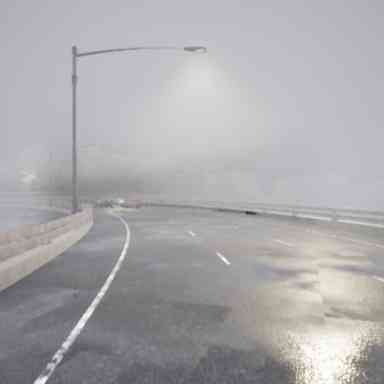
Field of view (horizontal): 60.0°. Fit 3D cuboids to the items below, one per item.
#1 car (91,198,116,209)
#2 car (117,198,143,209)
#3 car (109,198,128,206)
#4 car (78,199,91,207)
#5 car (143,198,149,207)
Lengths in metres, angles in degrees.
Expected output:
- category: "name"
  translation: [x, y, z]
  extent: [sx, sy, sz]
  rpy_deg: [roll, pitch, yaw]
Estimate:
- category: "car"
  translation: [-13.653, 1.833, 51.296]
  extent: [1.837, 1.490, 4.892]
  rpy_deg: [0, -2, -29]
- category: "car"
  translation: [-9.590, 1.867, 51.142]
  extent: [1.994, 1.385, 4.181]
  rpy_deg: [0, -1, -28]
- category: "car"
  translation: [-14.575, 1.914, 65.796]
  extent: [1.812, 1.442, 4.674]
  rpy_deg: [0, 0, -38]
- category: "car"
  translation: [-20.392, 2.028, 61.876]
  extent: [1.895, 1.301, 4.718]
  rpy_deg: [0, 0, -38]
- category: "car"
  translation: [-9.035, 1.823, 57.340]
  extent: [2.128, 1.511, 4.902]
  rpy_deg: [0, 0, -33]
